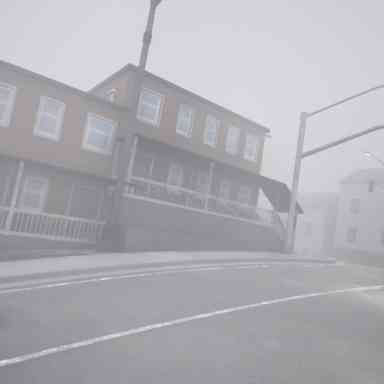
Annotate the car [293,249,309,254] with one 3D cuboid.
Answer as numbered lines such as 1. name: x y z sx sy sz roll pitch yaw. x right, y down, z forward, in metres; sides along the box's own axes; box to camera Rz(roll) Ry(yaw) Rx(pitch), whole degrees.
1. car: 8.832 5.851 30.371 2.128 1.511 4.902 13 -16 -34
